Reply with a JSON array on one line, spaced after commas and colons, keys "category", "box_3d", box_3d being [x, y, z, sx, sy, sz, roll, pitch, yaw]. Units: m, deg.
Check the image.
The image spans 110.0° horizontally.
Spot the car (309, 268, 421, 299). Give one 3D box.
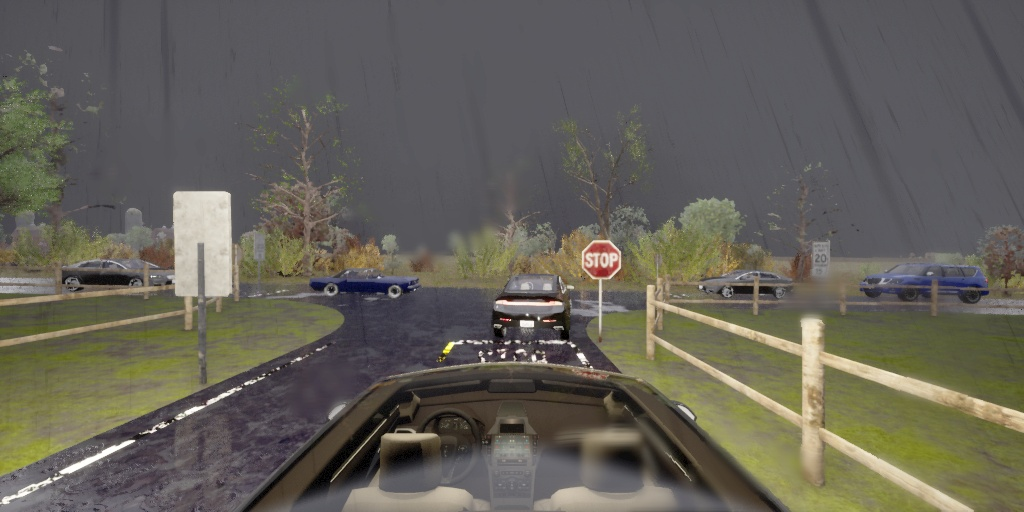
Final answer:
[{"category": "car", "box_3d": [-6.824, 1.248, 17.095, 4.718, 1.301, 1.895, 1, 1, 0]}]

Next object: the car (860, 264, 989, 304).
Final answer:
[{"category": "car", "box_3d": [22.897, 1.466, 20.015, 5.566, 2.045, 2.150, 1, 1, 0]}]

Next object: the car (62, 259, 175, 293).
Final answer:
[{"category": "car", "box_3d": [-18.492, 0.885, 17.111, 4.902, 1.511, 2.128, 1, 1, 0]}]

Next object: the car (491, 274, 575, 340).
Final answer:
[{"category": "car", "box_3d": [0.705, 1.240, 10.065, 2.128, 1.511, 4.902, 0, 0, 9]}]

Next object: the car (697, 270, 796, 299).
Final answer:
[{"category": "car", "box_3d": [13.002, 1.525, 20.025, 4.902, 1.511, 2.128, 1, 1, 0]}]
